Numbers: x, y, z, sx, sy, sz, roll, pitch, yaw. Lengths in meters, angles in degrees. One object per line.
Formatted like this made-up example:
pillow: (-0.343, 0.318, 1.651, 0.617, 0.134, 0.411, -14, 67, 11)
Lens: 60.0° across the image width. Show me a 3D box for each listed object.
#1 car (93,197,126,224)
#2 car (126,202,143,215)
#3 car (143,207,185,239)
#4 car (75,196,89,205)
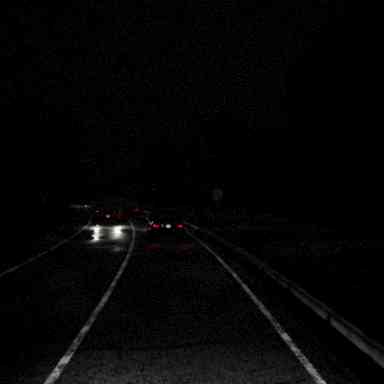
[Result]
car: (-6.881, 1.462, 27.365, 2.150, 2.045, 5.566, 1, -1, -14)
car: (-7.056, 1.910, 39.738, 1.882, 1.535, 5.008, 2, -1, -19)
car: (-1.548, 1.747, 18.607, 2.033, 1.411, 5.357, 1, -1, -9)
car: (-22.016, 1.571, 66.535, 2.150, 2.045, 5.566, 2, -1, -23)
